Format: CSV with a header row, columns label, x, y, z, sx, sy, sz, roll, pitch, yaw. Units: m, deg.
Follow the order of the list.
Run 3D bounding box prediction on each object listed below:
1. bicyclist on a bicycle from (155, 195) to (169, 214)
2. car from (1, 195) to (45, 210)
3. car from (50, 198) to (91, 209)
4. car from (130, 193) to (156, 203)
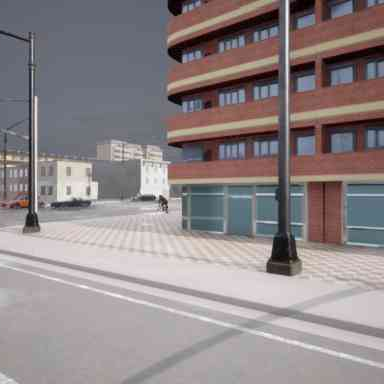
label,x,y,z,sx,sy,sz,roll,pitch,yaw
bicyclist on a bicycle,-2.613,1.094,29.256,1.656,1.620,0.582,0,1,37
car,-20.002,1.177,39.370,2.097,1.767,4.553,0,1,37
car,-14.759,1.365,40.548,1.895,1.301,4.718,0,1,37
car,-8.170,0.982,55.250,2.128,1.511,4.902,0,1,37
